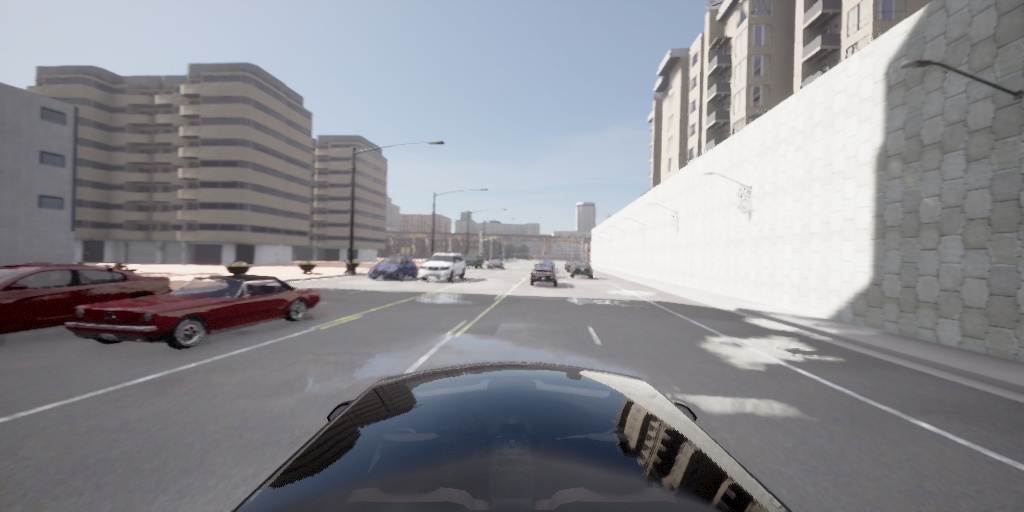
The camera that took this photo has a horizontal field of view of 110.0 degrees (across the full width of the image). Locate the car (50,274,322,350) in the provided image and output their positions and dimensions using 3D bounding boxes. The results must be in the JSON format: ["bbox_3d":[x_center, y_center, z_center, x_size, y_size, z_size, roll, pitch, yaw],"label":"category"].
[{"bbox_3d":[-6.899,1.140,8.577,1.895,1.301,4.718,2,0,7],"label":"car"}]

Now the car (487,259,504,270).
[{"bbox_3d":[-2.206,1.143,49.539,1.812,1.442,4.674,2,0,7],"label":"car"}]

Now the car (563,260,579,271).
[{"bbox_3d":[9.041,1.428,55.573,2.128,1.511,4.902,2,0,6],"label":"car"}]

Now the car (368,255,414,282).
[{"bbox_3d":[-8.438,0.822,25.845,2.097,1.767,4.553,2,0,6],"label":"car"}]

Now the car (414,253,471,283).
[{"bbox_3d":[-4.879,0.796,26.176,2.150,2.045,5.566,2,0,6],"label":"car"}]

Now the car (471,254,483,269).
[{"bbox_3d":[-5.588,0.742,50.629,2.150,2.045,5.566,2,0,6],"label":"car"}]

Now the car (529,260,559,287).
[{"bbox_3d":[2.273,1.273,25.425,2.128,1.511,4.902,2,0,6],"label":"car"}]

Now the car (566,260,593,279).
[{"bbox_3d":[6.855,1.252,35.742,2.097,1.767,4.553,2,0,7],"label":"car"}]

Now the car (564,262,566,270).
[{"bbox_3d":[7.965,1.396,45.910,1.882,1.535,5.008,2,0,6],"label":"car"}]

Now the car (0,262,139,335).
[{"bbox_3d":[-10.533,0.913,7.834,1.882,1.535,5.008,2,0,8],"label":"car"}]
